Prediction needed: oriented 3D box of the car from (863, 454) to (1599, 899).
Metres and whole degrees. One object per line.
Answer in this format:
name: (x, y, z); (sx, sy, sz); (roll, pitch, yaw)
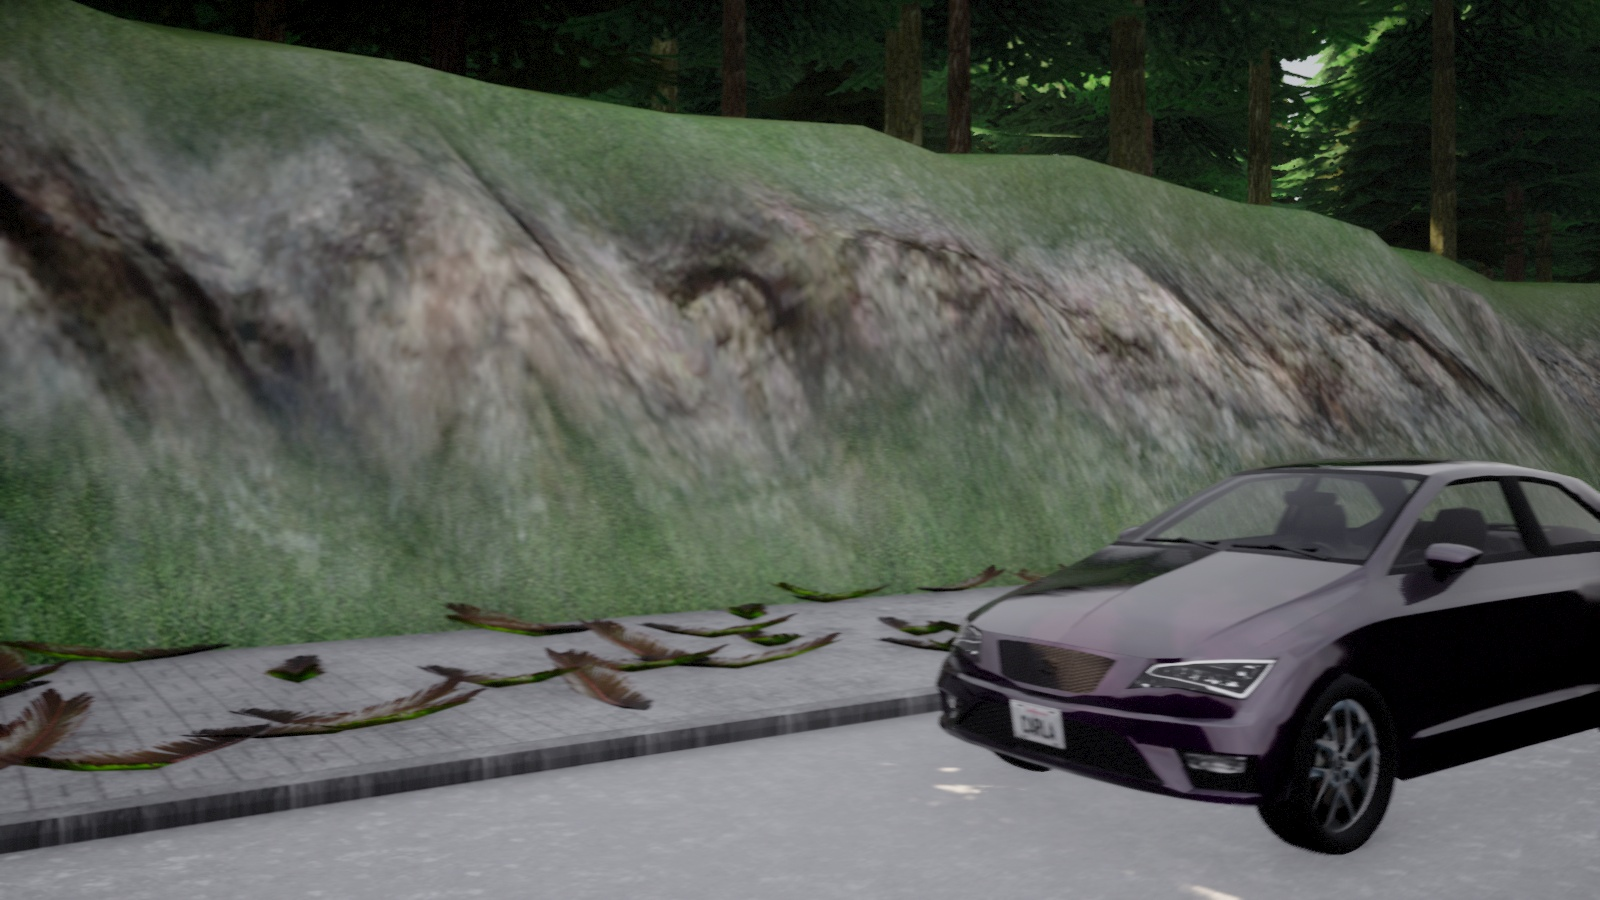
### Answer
car: (2.521, 0.768, 6.025); (4.193, 1.474, 1.816); (0, 0, -35)
